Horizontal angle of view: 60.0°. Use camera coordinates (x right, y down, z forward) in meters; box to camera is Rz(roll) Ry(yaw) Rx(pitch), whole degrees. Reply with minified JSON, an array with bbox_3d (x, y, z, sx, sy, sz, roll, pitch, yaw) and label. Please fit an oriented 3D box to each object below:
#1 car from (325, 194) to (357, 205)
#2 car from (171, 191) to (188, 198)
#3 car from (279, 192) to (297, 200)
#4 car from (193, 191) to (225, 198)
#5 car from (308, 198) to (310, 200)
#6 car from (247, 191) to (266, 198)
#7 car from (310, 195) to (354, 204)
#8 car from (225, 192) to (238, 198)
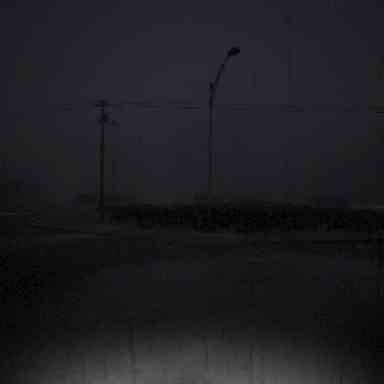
[{"bbox_3d":[24.005,1.184,53.758,2.128,1.511,4.902,1,1,-13],"label":"car"},{"bbox_3d":[-2.883,0.588,75.998,3.905,1.438,1.784,1,1,-13],"label":"car"},{"bbox_3d":[20.131,0.808,69.822,2.128,1.511,4.902,1,1,-13],"label":"car"},{"bbox_3d":[2.409,0.706,54.149,4.605,1.855,1.932,1,1,-13],"label":"car"},{"bbox_3d":[20.545,1.257,52.782,1.895,1.301,4.718,1,1,-13],"label":"car"},{"bbox_3d":[12.996,0.699,67.089,3.866,1.878,1.905,1,1,-13],"label":"car"},{"bbox_3d":[18.501,1.217,43.522,4.611,1.667,2.242,1,1,-13],"label":"car"},{"bbox_3d":[9.372,0.691,80.089,4.193,1.474,1.816,1,1,-13],"label":"car"}]
